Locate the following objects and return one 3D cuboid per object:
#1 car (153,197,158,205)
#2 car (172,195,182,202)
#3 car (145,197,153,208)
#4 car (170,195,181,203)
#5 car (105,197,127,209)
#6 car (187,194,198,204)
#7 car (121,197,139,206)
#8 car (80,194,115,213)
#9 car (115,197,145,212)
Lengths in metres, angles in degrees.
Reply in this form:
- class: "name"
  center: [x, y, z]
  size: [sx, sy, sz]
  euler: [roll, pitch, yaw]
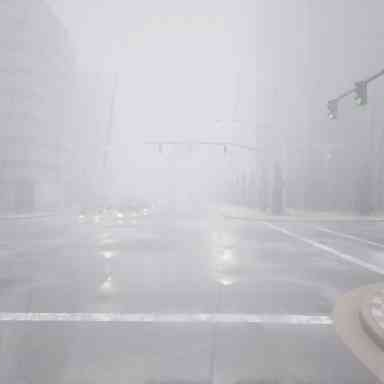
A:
- class: "car"
  center: [-7.001, 1.564, 56.943]
  size: [1.994, 1.385, 4.181]
  euler: [0, 0, 0]
- class: "car"
  center: [-3.390, 1.494, 76.002]
  size: [2.128, 1.511, 4.902]
  euler: [0, 0, 0]
- class: "car"
  center: [-7.027, 1.526, 47.064]
  size: [1.812, 1.442, 4.674]
  euler: [0, 0, 0]
- class: "car"
  center: [-3.404, 1.505, 66.674]
  size: [1.837, 1.490, 4.892]
  euler: [0, 0, 0]
- class: "car"
  center: [-10.531, 1.477, 46.438]
  size: [1.882, 1.535, 5.008]
  euler: [0, 0, 0]
- class: "car"
  center: [0.096, 1.547, 66.100]
  size: [2.033, 1.411, 5.357]
  euler: [0, 0, 0]
- class: "car"
  center: [-10.501, 1.547, 56.771]
  size: [2.033, 1.411, 5.357]
  euler: [0, 0, 0]
- class: "car"
  center: [-10.546, 1.221, 36.736]
  size: [2.150, 2.045, 5.566]
  euler: [0, 0, 0]
- class: "car"
  center: [-7.045, 1.352, 38.080]
  size: [2.097, 1.767, 4.553]
  euler: [0, 0, 0]
